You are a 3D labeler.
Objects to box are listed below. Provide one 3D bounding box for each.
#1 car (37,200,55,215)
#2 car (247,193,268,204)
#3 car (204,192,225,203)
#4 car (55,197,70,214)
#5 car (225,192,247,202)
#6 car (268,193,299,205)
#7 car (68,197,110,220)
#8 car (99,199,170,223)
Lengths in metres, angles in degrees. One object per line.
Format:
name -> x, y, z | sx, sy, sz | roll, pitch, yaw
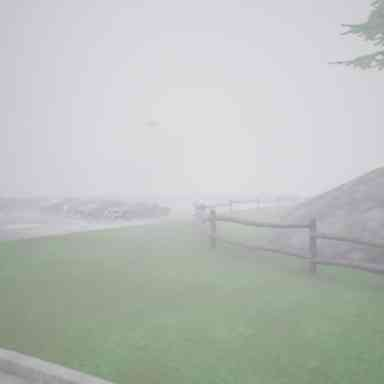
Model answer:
car -> -11.508, 1.173, 29.998 | 1.812, 1.442, 4.674 | 0, 1, 38
car -> 10.051, 0.835, 45.966 | 2.128, 1.511, 4.902 | 0, 1, 39
car -> 3.707, 0.804, 49.245 | 1.882, 1.535, 5.008 | 0, 1, 39
car -> -8.501, 1.151, 28.169 | 2.128, 1.511, 4.902 | 0, 1, 38
car -> 7.312, 0.818, 48.145 | 2.128, 1.511, 4.902 | 0, 1, 39
car -> 12.190, 0.850, 43.040 | 1.882, 1.535, 5.008 | 0, 1, 39
car -> -6.271, 1.234, 25.346 | 2.033, 1.411, 5.357 | 0, 1, 38
car -> -3.712, 1.309, 22.938 | 1.895, 1.301, 4.718 | 0, 1, 38
